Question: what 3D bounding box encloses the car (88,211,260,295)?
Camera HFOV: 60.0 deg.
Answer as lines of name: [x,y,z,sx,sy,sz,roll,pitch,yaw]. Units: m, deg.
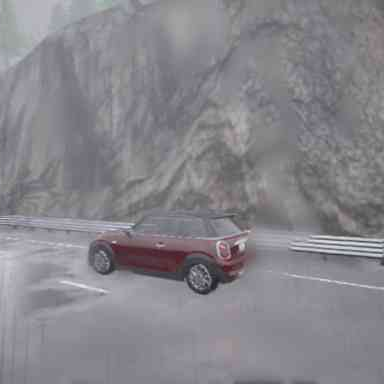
car: [-0.635,1.274,8.742,4.553,1.767,2.097,0,1,33]
